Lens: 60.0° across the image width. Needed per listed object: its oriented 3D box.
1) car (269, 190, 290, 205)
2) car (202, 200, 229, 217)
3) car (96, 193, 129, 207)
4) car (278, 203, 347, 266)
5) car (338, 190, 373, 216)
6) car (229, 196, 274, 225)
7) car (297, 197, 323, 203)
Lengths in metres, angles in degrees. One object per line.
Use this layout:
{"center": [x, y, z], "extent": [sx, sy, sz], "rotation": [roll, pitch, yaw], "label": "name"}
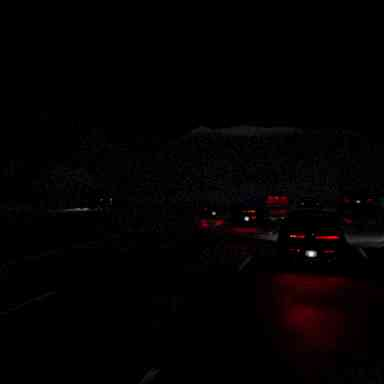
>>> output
{"center": [10.415, 0.804, 39.848], "extent": [2.150, 2.045, 5.566], "rotation": [-1, 0, 19], "label": "car"}
{"center": [2.436, 1.342, 27.759], "extent": [1.895, 1.301, 4.718], "rotation": [-1, 0, 19], "label": "car"}
{"center": [-10.349, 0.967, 44.414], "extent": [2.097, 1.767, 4.553], "rotation": [-1, 0, 19], "label": "car"}
{"center": [3.929, 1.333, 10.976], "extent": [1.837, 1.490, 4.892], "rotation": [-1, 0, 19], "label": "car"}
{"center": [13.666, 0.828, 28.038], "extent": [2.150, 2.045, 5.566], "rotation": [-1, 0, 19], "label": "car"}
{"center": [4.002, 1.262, 21.688], "extent": [1.837, 1.490, 4.892], "rotation": [-1, 1, 19], "label": "car"}
{"center": [10.093, 1.138, 28.422], "extent": [2.128, 1.511, 4.902], "rotation": [-1, 0, 19], "label": "car"}
